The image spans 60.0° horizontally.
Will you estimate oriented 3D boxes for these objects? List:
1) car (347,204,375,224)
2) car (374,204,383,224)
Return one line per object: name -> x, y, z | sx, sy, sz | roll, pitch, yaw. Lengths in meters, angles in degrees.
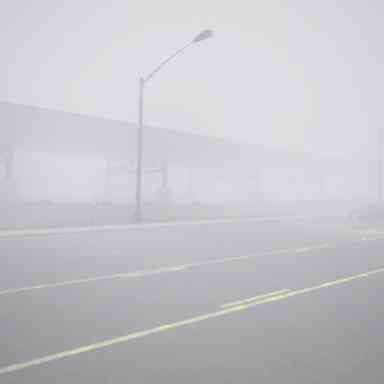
car -> 14.632, 1.725, 27.140 | 4.902, 1.511, 2.128 | 1, 0, -34
car -> 15.356, 1.712, 23.416 | 4.902, 1.511, 2.128 | 1, 0, -34
